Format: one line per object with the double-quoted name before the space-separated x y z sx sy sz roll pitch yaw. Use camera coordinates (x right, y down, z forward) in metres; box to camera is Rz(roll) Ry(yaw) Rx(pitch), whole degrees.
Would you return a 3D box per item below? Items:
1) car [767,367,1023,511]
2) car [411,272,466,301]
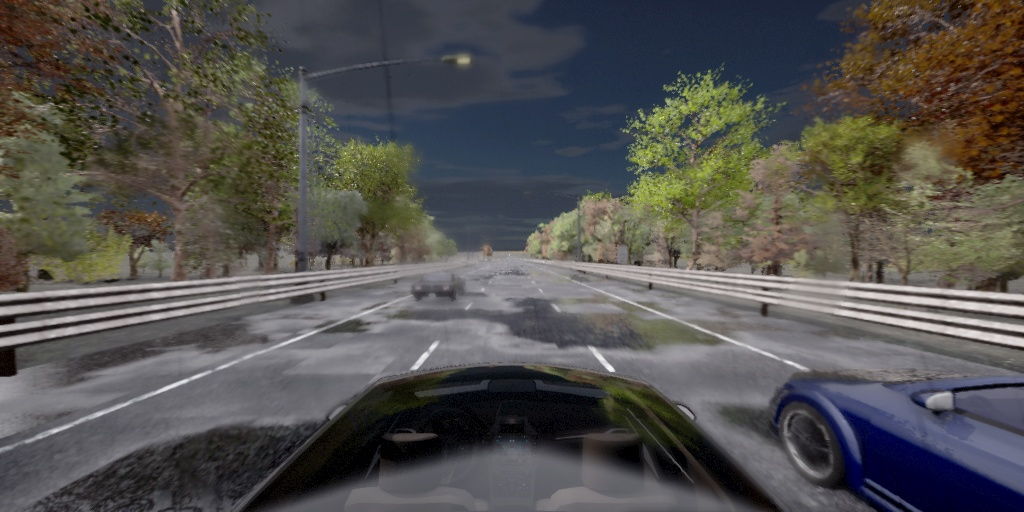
"car" 3.597 1.315 1.931 1.994 1.385 4.181 0 0 0
"car" -3.408 1.415 17.606 1.895 1.301 4.718 0 0 0
